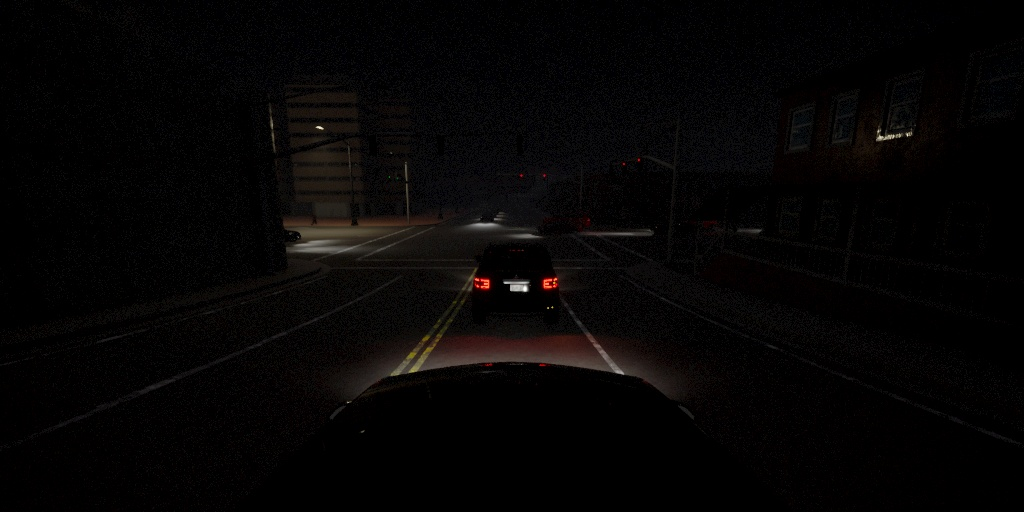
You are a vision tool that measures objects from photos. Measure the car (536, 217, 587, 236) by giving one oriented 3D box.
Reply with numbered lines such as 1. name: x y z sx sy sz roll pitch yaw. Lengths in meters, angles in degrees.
1. car: 4.709 -2.814 35.716 4.674 1.442 1.812 -3 10 -17

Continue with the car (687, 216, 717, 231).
1. car: 20.353 -3.736 40.131 4.553 1.767 2.097 0 10 0

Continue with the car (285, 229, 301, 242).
1. car: -20.108 -1.806 29.622 4.892 1.490 1.837 0 10 0

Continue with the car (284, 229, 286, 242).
1. car: -19.914 -1.232 26.177 4.902 1.511 2.128 0 10 0

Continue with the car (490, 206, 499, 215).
1. car: -3.728 -7.450 62.862 1.812 1.442 4.674 0 10 0

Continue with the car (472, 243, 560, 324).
1. car: 0.062 0.602 10.736 2.150 2.045 5.566 0 4 -1

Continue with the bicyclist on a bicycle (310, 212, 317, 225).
1. bicyclist on a bicycle: -25.380 -4.785 45.847 0.582 1.620 1.656 0 10 0

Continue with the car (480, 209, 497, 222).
1. car: -3.730 -5.881 54.116 1.895 1.301 4.718 0 10 0

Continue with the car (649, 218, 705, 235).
1. car: 16.644 -2.904 36.726 4.718 1.301 1.895 0 10 0

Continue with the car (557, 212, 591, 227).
1. car: 6.138 -3.995 40.849 5.566 2.045 2.150 2 10 10
